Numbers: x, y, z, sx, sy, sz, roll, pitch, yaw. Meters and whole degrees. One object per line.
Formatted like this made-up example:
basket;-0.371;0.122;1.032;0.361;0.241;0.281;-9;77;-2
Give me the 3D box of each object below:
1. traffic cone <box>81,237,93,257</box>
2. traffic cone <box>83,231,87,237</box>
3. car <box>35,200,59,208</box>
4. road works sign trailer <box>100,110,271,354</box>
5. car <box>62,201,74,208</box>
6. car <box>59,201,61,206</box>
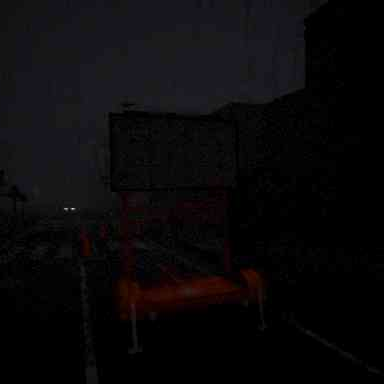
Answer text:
traffic cone;-3.872;2.067;12.307;0.340;0.580;0.340;-1;-1;-19
traffic cone;-4.535;2.105;14.195;0.340;0.580;0.340;-1;-1;-19
car;-36.835;3.349;83.912;4.892;1.521;2.231;-1;-1;-19
road works sign trailer;-0.308;0.377;6.151;2.380;3.560;2.880;-1;0;-19
car;-29.773;3.005;80.649;2.097;1.767;4.553;-1;-1;-19
car;-37.796;3.168;86.549;5.566;2.045;2.435;-1;-1;-19
